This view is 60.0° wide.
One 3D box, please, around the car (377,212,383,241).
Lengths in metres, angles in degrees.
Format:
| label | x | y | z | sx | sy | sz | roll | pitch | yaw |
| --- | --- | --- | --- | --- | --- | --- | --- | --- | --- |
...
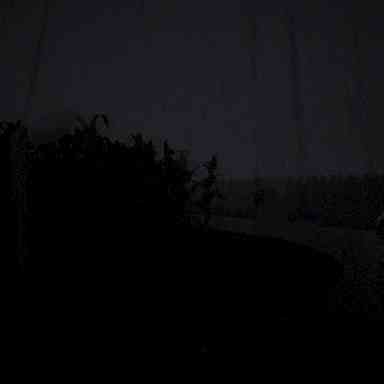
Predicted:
| label | x | y | z | sx | sy | sz | roll | pitch | yaw |
| --- | --- | --- | --- | --- | --- | --- | --- | --- | --- |
| car | 9.749 | 1.209 | 13.193 | 2.150 | 2.045 | 5.566 | 1 | 0 | -1 |
